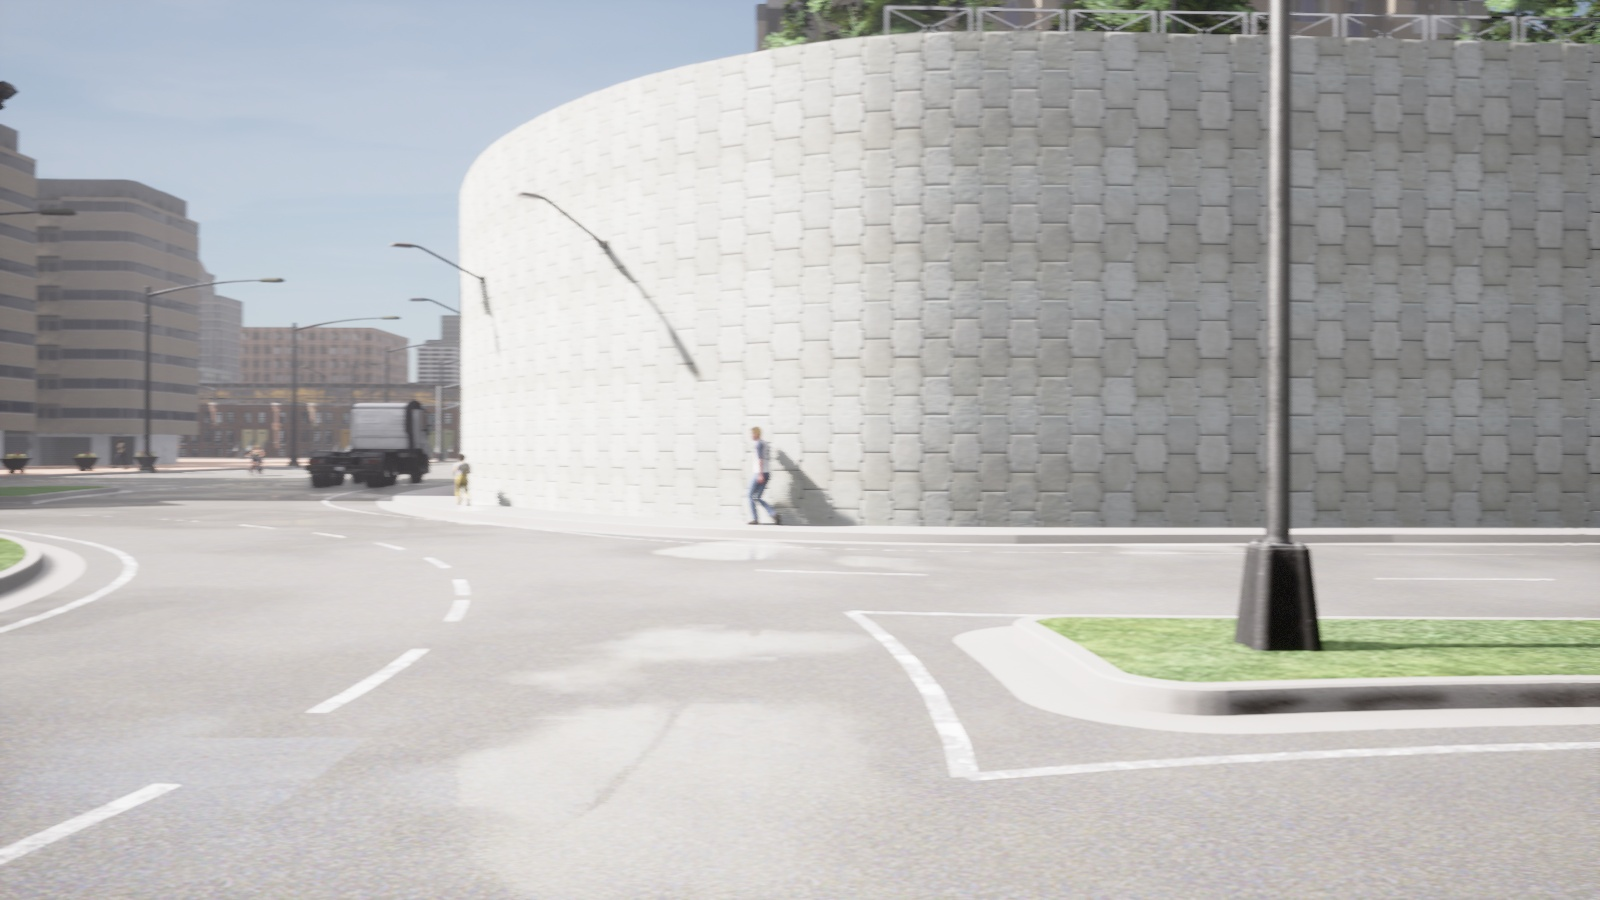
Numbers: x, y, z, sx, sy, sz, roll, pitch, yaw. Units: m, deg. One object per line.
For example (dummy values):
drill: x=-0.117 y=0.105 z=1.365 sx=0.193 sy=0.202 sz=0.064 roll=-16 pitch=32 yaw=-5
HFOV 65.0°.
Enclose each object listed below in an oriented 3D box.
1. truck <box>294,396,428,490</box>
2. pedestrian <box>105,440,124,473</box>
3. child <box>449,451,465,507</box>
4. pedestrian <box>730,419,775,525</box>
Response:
truck: x=-17.442 y=-0.266 z=50.522 sx=2.891 sy=3.462 sz=7.936 roll=0 pitch=0 yaw=-2
pedestrian: x=-38.614 y=0.367 z=70.758 sx=0.328 sy=1.805 sz=0.869 roll=0 pitch=0 yaw=32
child: x=-7.849 y=0.662 z=28.735 sx=0.270 sy=1.263 sz=0.437 roll=0 pitch=0 yaw=-25
pedestrian: x=-0.831 y=0.385 z=22.042 sx=0.706 sy=1.836 sz=0.354 roll=0 pitch=0 yaw=28
